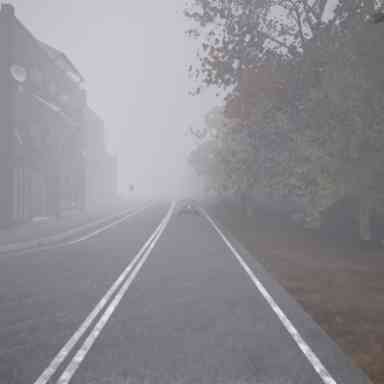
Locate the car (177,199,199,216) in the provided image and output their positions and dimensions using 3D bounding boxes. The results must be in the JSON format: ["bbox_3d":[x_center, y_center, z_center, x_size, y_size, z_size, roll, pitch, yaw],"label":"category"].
[{"bbox_3d":[-0.314,1.289,29.277,2.033,1.411,5.357,0,1,-1],"label":"car"}]
